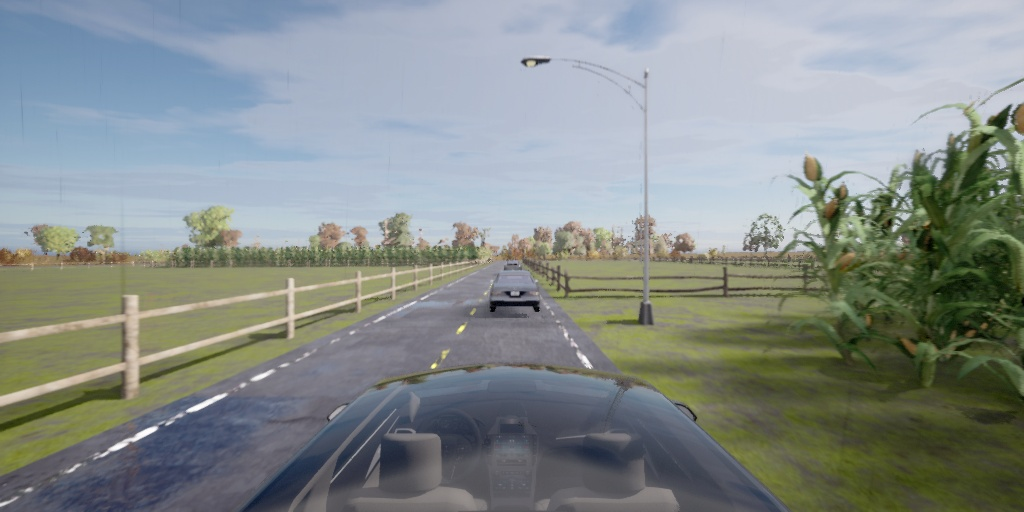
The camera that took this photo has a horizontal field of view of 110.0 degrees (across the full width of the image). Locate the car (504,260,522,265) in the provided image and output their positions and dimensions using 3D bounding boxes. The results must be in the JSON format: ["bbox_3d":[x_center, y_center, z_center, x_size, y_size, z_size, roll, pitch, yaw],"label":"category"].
[{"bbox_3d":[0.101,1.152,37.339,2.128,1.511,4.902,0,0,0],"label":"car"}]

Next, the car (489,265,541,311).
[{"bbox_3d":[0.098,1.265,14.202,2.033,1.411,5.357,0,0,0],"label":"car"}]
